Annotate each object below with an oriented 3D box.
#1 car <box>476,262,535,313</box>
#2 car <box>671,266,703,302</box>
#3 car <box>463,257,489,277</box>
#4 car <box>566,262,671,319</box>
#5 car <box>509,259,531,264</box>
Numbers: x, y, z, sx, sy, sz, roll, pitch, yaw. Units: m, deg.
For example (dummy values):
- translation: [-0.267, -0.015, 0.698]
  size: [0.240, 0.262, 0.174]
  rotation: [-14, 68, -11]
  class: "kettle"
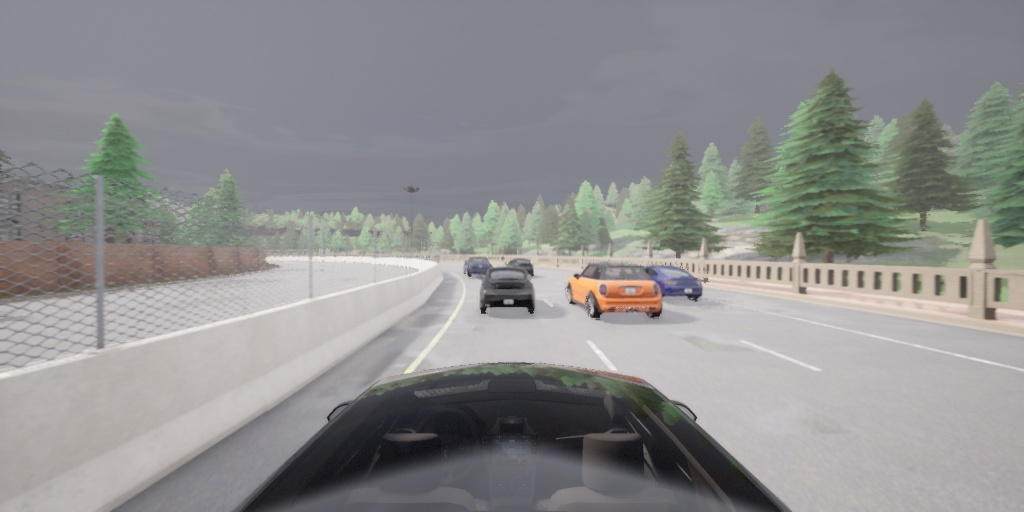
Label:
- translation: [-0.252, 1.147, 13.445]
  size: [1.837, 1.490, 4.892]
  rotation: [0, 0, -4]
  class: "car"
- translation: [6.537, 1.144, 15.990]
  size: [1.812, 1.442, 4.674]
  rotation: [0, 1, -5]
  class: "car"
- translation: [-3.056, 0.831, 31.223]
  size: [2.097, 1.767, 4.553]
  rotation: [0, 1, -14]
  class: "car"
- translation: [3.299, 1.003, 12.466]
  size: [2.097, 1.767, 4.553]
  rotation: [0, 1, -3]
  class: "car"
- translation: [0.538, 0.983, 31.342]
  size: [1.837, 1.490, 4.892]
  rotation: [0, 0, -13]
  class: "car"
